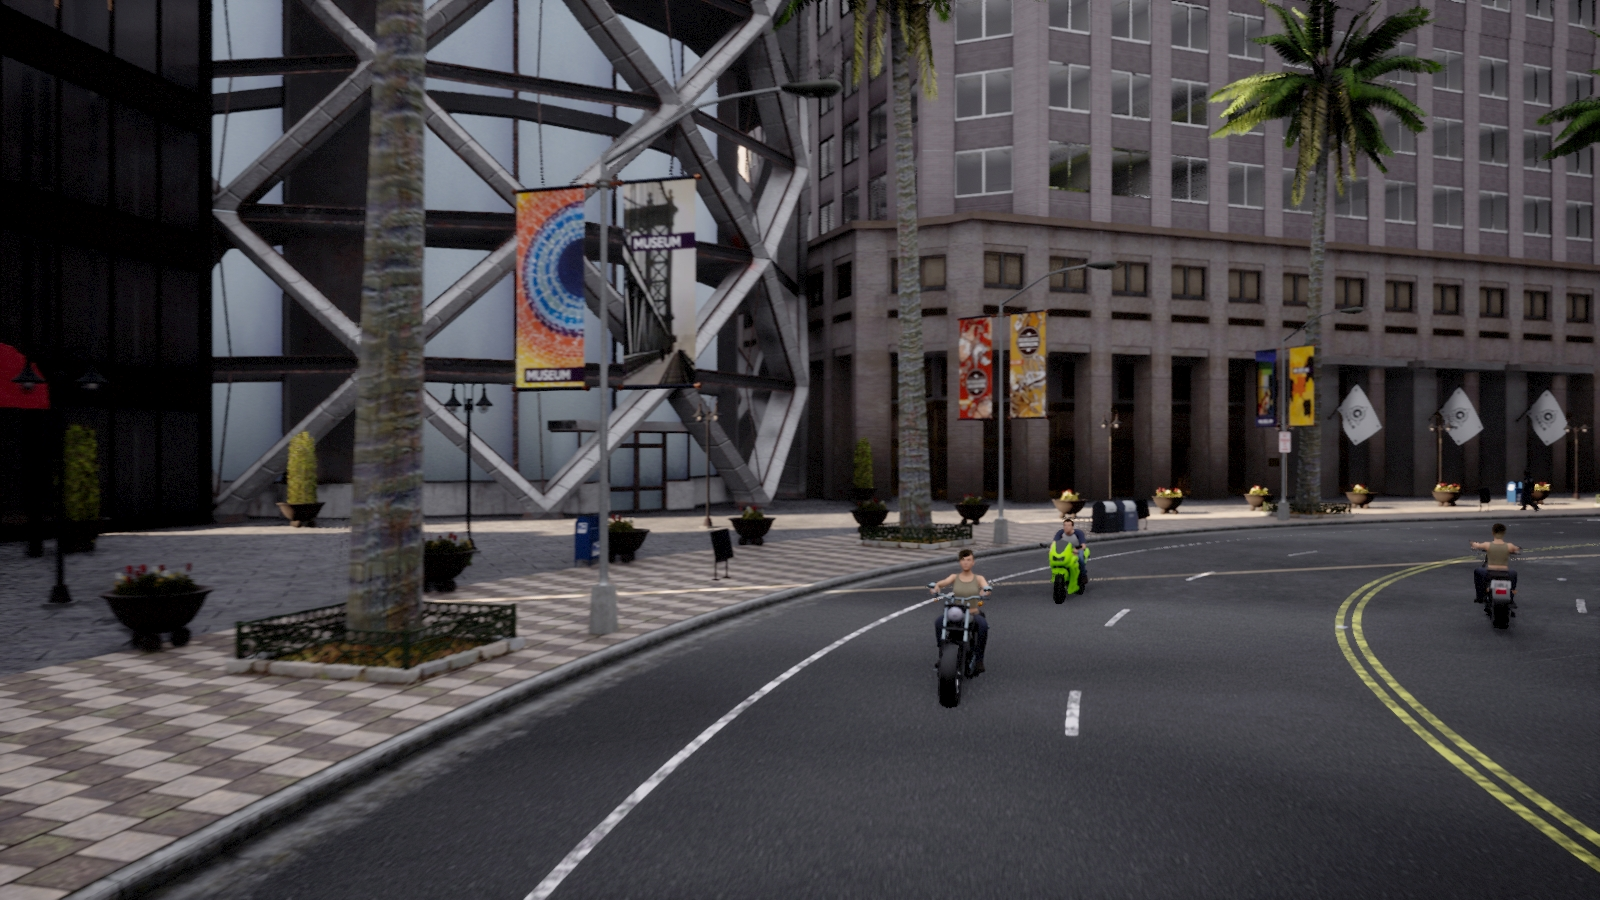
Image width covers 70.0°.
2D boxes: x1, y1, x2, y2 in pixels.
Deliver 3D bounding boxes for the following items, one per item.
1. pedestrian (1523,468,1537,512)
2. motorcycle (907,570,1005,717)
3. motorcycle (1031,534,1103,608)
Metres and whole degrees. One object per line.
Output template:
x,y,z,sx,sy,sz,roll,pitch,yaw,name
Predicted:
31.296,1.715,48.965,0.375,1.860,0.375,0,0,-27,pedestrian
1.859,2.171,13.282,0.764,1.277,2.356,1,0,17,motorcycle
4.993,2.216,21.274,0.803,1.145,2.033,0,0,28,motorcycle
